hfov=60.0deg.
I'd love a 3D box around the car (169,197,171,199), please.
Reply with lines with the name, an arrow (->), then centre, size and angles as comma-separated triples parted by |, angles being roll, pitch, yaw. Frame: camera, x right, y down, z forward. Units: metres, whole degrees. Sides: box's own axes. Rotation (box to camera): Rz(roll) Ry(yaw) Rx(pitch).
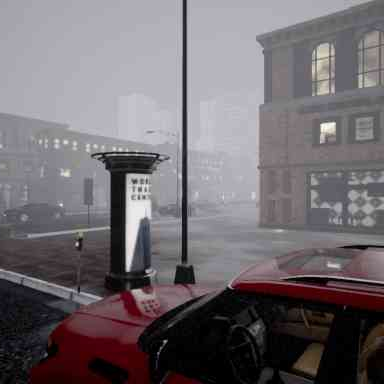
car -> -5.141, 1.674, 42.150 | 1.752, 1.417, 4.829 | 0, 0, 36

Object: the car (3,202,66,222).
car -> -12.731, 1.578, 27.114 | 1.837, 1.490, 4.892 | 0, 0, 34

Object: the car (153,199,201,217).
car -> -1.396, 1.669, 32.890 | 1.887, 1.381, 4.507 | 0, 0, 36

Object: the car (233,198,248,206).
car -> 7.815, 1.815, 60.268 | 2.008, 1.369, 4.403 | 0, -1, 36

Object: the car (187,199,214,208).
car -> 1.386, 1.756, 51.278 | 2.008, 1.369, 4.403 | 0, 0, 36

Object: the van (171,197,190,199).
van -> -1.828, 1.518, 46.784 | 1.690, 1.788, 3.998 | 0, 0, 36

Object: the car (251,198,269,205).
car -> 14.243, 1.876, 69.259 | 2.008, 1.369, 4.403 | 0, -1, 36

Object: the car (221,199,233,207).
car -> 4.501, 1.759, 55.635 | 1.752, 1.417, 4.829 | 0, -1, 36

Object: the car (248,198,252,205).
car -> 11.029, 1.845, 64.763 | 2.008, 1.369, 4.403 | 0, -1, 36

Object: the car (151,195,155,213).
car -> -6.140, 1.347, 36.293 | 2.150, 2.045, 5.566 | 0, -1, 36

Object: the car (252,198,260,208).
car -> 11.417, 1.676, 50.900 | 1.967, 1.590, 4.097 | 0, -1, 36

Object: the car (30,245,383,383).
car -> 1.033, 1.315, 2.138 | 5.009, 1.841, 2.192 | 0, 0, 36

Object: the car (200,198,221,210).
car -> 1.581, 1.680, 47.052 | 2.128, 1.511, 4.902 | 0, 0, 36
